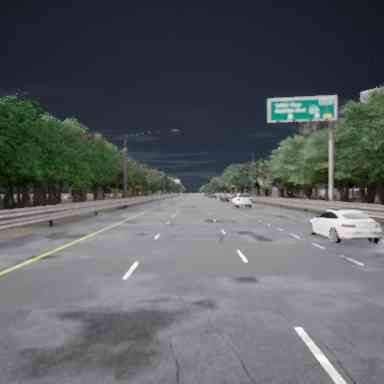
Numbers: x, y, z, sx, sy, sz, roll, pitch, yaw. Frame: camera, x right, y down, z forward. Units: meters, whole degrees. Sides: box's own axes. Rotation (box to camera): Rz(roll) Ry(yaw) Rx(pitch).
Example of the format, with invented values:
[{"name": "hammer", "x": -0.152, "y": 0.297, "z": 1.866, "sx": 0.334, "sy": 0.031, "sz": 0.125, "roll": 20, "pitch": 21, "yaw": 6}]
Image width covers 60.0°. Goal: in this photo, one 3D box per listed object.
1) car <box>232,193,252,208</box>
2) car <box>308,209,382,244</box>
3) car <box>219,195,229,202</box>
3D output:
[{"name": "car", "x": 7.054, "y": 1.195, "z": 47.170, "sx": 2.150, "sy": 2.045, "sz": 5.566, "roll": 0, "pitch": 0, "yaw": 0}, {"name": "car", "x": 7.006, "y": 1.528, "z": 15.621, "sx": 1.812, "sy": 1.442, "sz": 4.674, "roll": 0, "pitch": 0, "yaw": 0}, {"name": "car", "x": 7.096, "y": 1.481, "z": 74.232, "sx": 1.812, "sy": 1.442, "sz": 4.674, "roll": 0, "pitch": 0, "yaw": 0}]
